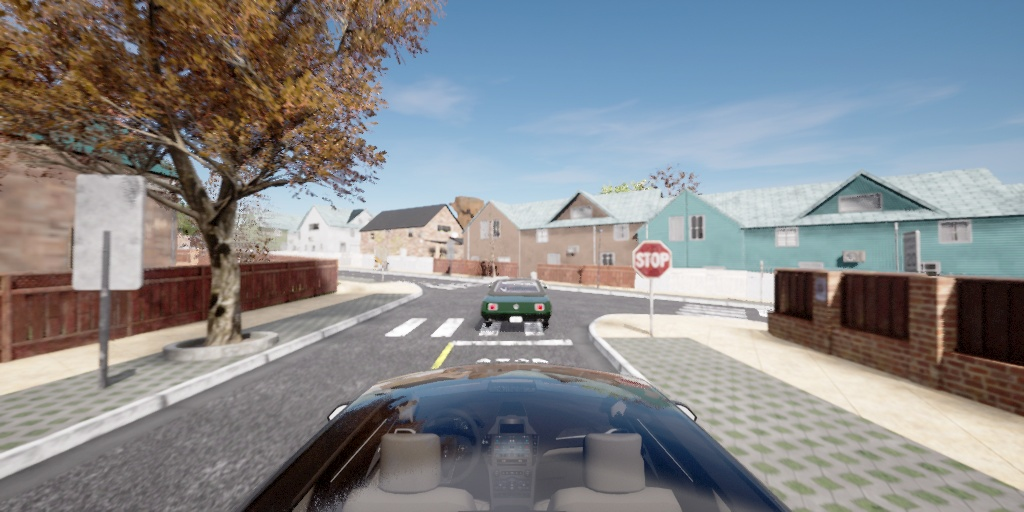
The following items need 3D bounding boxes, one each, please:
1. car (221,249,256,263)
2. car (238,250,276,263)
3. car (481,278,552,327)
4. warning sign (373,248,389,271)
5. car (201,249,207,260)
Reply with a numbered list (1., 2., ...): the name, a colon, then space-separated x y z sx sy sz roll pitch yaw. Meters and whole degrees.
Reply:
1. car: -33.684 0.001 44.179 4.892 1.490 1.837 2 0 33
2. car: -25.004 0.285 35.320 5.008 1.535 1.882 2 0 32
3. car: 0.183 1.348 11.477 1.895 1.301 4.718 0 0 2
4. warning sign: -12.275 0.427 33.642 1.060 1.860 1.300 0 0 32
5. car: -39.783 -0.134 44.706 4.181 1.385 1.994 2 0 32
